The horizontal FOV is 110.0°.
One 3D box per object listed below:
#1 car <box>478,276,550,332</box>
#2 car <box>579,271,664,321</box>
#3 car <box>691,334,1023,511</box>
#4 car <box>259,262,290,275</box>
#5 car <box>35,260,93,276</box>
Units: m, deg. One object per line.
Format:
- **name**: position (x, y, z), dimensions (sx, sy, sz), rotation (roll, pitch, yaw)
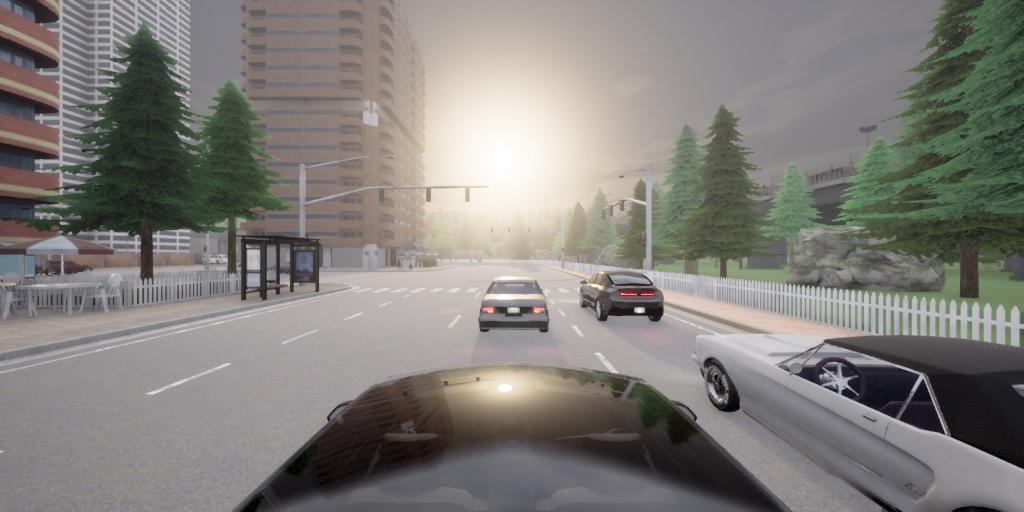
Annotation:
- **car**: position (0.081, 1.297, 10.787), dimensions (2.033, 1.411, 5.357), rotation (0, 0, 1)
- **car**: position (3.568, 1.255, 12.375), dimensions (1.837, 1.490, 4.892), rotation (0, 0, 1)
- **car**: position (3.514, 1.351, 3.113), dimensions (1.895, 1.301, 4.718), rotation (0, 0, 1)
- **car**: position (-24.005, 1.331, 37.772), dimensions (4.674, 1.442, 1.812), rotation (0, 0, 0)
- **car**: position (-47.169, 1.157, 37.544), dimensions (2.097, 1.767, 4.553), rotation (0, 0, 0)
